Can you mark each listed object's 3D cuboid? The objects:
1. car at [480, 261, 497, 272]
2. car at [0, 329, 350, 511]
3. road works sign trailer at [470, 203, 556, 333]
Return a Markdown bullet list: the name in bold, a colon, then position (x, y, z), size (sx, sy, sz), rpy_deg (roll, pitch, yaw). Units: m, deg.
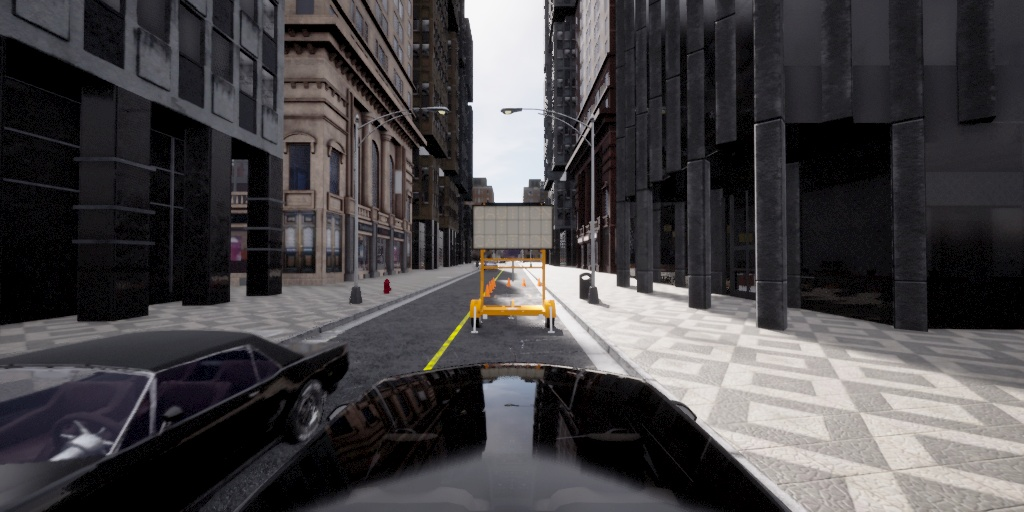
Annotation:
- **car**: position (-2.961, 1.361, 46.887), size (1.994, 1.385, 4.181), rpy_deg (0, 0, 0)
- **car**: position (-3.099, 1.351, 2.550), size (1.895, 1.301, 4.718), rpy_deg (0, 0, 0)
- **road works sign trailer**: position (0.027, 0.217, 10.723), size (2.380, 3.560, 2.880), rpy_deg (0, 0, 0)
